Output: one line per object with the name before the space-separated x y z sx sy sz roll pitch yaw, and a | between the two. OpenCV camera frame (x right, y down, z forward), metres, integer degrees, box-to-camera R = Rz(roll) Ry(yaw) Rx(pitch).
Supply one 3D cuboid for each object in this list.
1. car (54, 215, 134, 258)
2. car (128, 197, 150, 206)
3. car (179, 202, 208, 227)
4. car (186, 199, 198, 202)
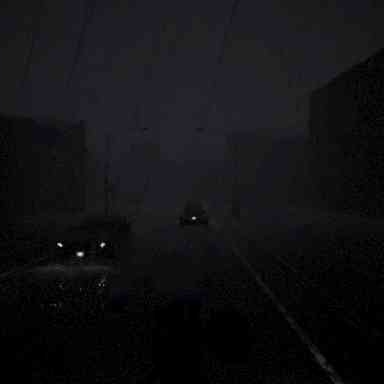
car | -3.582 1.629 13.322 2.033 1.411 5.357 0 0 0
car | -9.116 1.651 56.891 2.128 1.511 4.902 -2 1 -42
car | 0.131 1.688 23.733 1.994 1.385 4.181 0 0 0
car | -0.022 1.595 41.341 1.882 1.535 5.008 0 0 -2
